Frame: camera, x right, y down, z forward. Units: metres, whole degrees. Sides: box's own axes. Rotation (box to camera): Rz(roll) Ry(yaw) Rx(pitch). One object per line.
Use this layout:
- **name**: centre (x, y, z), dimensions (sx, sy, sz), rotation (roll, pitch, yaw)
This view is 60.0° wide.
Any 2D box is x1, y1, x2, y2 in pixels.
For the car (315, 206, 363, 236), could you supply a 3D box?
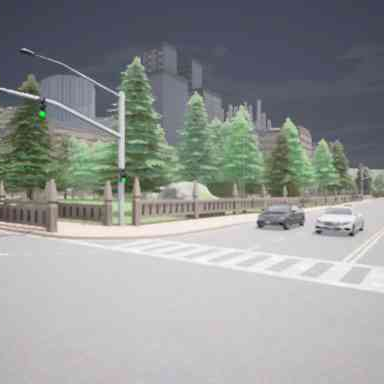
- **car**: centre (8.238, 1.495, 18.415), dimensions (1.812, 1.442, 4.674), rotation (1, 0, 35)

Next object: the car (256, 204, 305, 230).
- **car**: centre (5.657, 1.467, 20.826), dimensions (1.812, 1.442, 4.674), rotation (1, 0, 35)
